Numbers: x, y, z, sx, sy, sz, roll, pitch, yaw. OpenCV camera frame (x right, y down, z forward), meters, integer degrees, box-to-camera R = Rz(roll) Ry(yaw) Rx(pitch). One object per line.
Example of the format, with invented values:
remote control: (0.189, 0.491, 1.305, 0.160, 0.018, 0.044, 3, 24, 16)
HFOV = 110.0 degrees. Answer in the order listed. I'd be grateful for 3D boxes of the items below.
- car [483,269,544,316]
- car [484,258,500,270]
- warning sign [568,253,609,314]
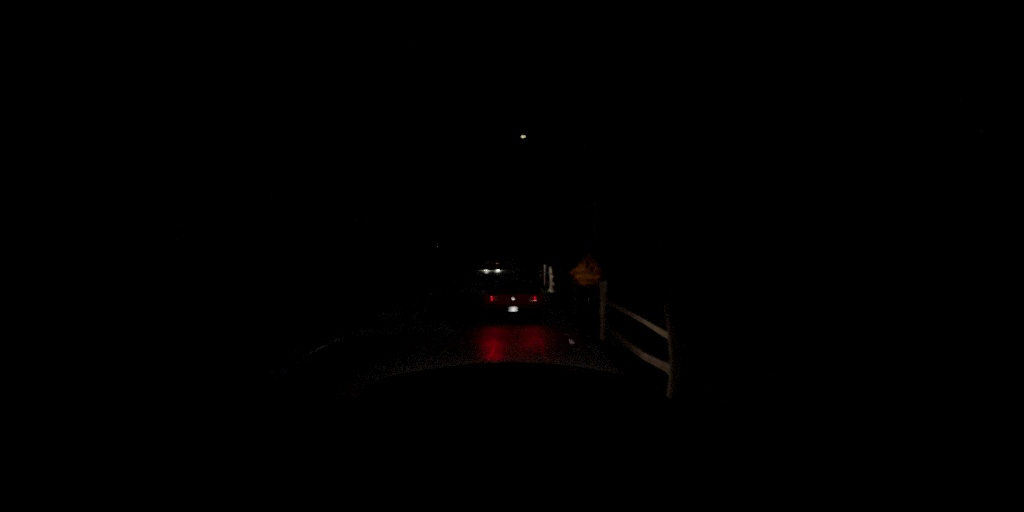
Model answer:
car: (0.060, 1.321, 13.129, 1.895, 1.301, 4.718, 0, 0, 0)
car: (-2.832, 1.047, 52.171, 2.097, 1.767, 4.553, 0, 0, 0)
warning sign: (2.448, 0.839, 11.541, 1.300, 1.860, 1.060, 0, 0, 0)
